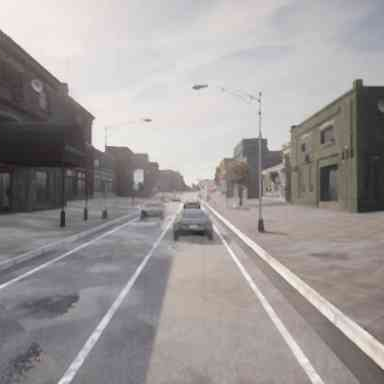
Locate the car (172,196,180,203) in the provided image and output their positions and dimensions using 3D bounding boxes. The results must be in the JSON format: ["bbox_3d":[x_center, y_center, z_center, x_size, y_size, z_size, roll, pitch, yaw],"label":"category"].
[{"bbox_3d":[-3.190,1.447,69.115,2.033,1.411,5.357,0,0,0],"label":"car"}]

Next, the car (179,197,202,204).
[{"bbox_3d":[0.004,1.471,35.318,2.128,1.511,4.902,0,0,0],"label":"car"}]

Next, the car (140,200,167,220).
[{"bbox_3d":[-3.171,1.497,27.916,1.837,1.490,4.892,0,0,0],"label":"car"}]

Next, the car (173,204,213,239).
[{"bbox_3d":[0.054,1.575,17.504,1.994,1.385,4.181,0,0,0],"label":"car"}]
